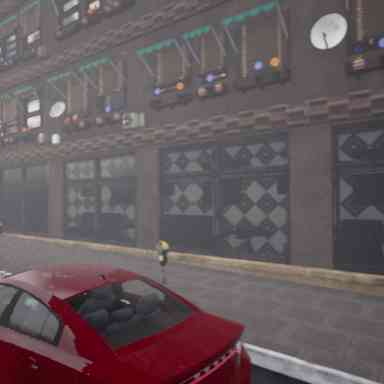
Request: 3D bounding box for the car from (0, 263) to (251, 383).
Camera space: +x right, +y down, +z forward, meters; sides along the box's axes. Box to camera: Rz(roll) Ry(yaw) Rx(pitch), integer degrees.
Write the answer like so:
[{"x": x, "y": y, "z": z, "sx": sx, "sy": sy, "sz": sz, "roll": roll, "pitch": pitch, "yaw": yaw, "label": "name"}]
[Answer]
[{"x": -1.555, "y": 1.522, "z": 3.853, "sx": 4.507, "sy": 1.381, "sz": 1.887, "roll": 0, "pitch": -1, "yaw": 36, "label": "car"}]
